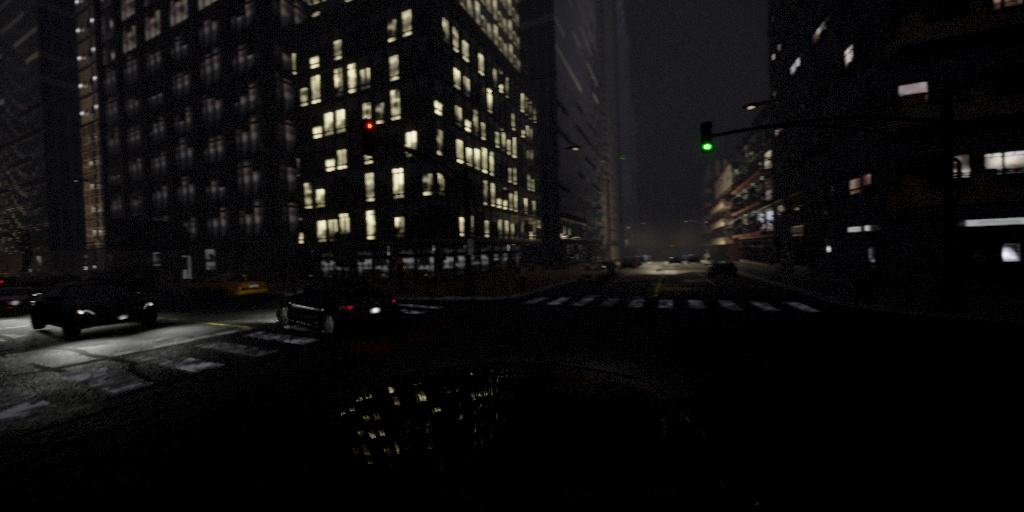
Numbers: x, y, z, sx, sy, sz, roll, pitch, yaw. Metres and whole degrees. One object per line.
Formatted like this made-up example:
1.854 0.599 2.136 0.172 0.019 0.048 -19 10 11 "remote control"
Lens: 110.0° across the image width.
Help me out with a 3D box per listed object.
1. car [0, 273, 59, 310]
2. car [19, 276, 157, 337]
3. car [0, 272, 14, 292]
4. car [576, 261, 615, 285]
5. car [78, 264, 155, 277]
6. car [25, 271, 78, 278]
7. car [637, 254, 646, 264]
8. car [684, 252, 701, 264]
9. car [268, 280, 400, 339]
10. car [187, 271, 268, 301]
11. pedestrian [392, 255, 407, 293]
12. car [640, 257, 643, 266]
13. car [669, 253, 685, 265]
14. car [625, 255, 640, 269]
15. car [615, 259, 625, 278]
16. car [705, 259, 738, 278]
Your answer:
-22.517 1.692 15.647 4.902 1.511 2.128 -1 1 25 "car"
-13.499 1.554 11.523 4.674 1.442 1.812 -1 1 26 "car"
-40.805 2.034 27.514 5.357 1.411 2.033 -1 1 25 "car"
5.694 1.145 24.910 1.751 1.417 4.829 0 0 24 "car"
-25.477 1.462 23.384 5.009 1.841 2.192 0 0 25 "car"
-35.739 1.887 28.069 4.507 1.381 1.888 0 0 25 "car"
19.412 0.826 56.124 1.888 1.381 4.507 0 0 24 "car"
29.357 0.445 57.928 1.967 1.591 4.097 0 0 24 "car"
-5.275 1.415 10.798 4.181 1.385 1.994 0 1 37 "car"
-14.624 1.464 18.388 4.829 1.417 1.751 0 0 25 "car"
-5.293 0.853 17.044 0.375 1.860 0.375 -2 0 25 "pedestrian"
17.137 0.919 50.947 1.802 1.307 4.207 0 0 24 "car"
26.178 0.657 57.423 1.994 1.385 4.181 -2 0 24 "car"
14.862 0.939 45.771 1.888 1.381 4.507 0 0 24 "car"
8.037 1.129 30.242 1.948 1.339 4.313 0 0 24 "car"
15.706 0.894 26.869 2.007 1.370 4.403 0 0 24 "car"
